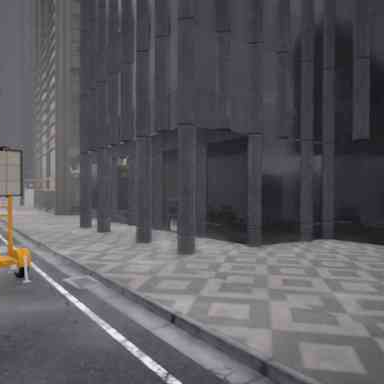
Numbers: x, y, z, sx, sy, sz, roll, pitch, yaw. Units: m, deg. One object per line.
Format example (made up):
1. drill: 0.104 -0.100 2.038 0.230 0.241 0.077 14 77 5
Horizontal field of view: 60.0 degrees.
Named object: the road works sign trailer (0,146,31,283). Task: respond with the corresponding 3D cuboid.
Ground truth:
1. road works sign trailer: -5.889 0.534 8.875 2.380 3.560 2.880 0 0 -41
